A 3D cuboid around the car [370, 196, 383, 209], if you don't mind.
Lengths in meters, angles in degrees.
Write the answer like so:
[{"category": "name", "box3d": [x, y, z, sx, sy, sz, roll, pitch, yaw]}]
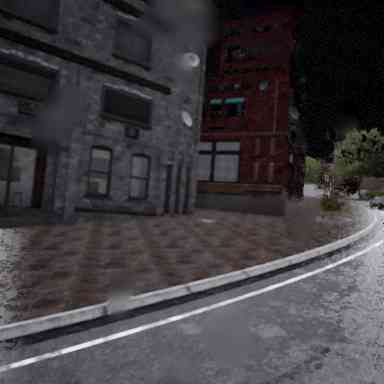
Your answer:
[{"category": "car", "box3d": [21.056, 1.113, 36.494, 2.033, 1.411, 5.357, 4, 2, 15]}]
